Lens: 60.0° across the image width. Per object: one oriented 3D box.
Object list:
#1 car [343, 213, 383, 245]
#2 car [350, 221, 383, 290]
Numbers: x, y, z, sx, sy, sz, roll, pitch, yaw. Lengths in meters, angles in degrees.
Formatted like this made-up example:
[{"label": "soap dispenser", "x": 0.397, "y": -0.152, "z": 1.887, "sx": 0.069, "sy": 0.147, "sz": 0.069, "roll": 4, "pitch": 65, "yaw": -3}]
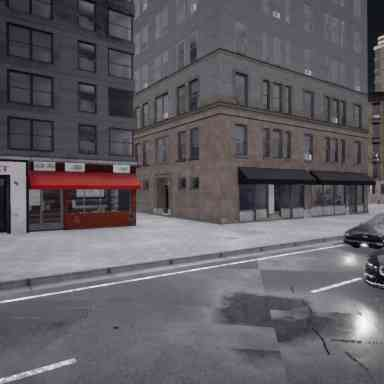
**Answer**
[{"label": "car", "x": 8.421, "y": 1.543, "z": 13.618, "sx": 5.357, "sy": 1.411, "sz": 2.033, "roll": 0, "pitch": 0, "yaw": -35}, {"label": "car", "x": 6.052, "y": 1.502, "z": 7.962, "sx": 4.892, "sy": 1.490, "sz": 1.837, "roll": 0, "pitch": 0, "yaw": -35}]
